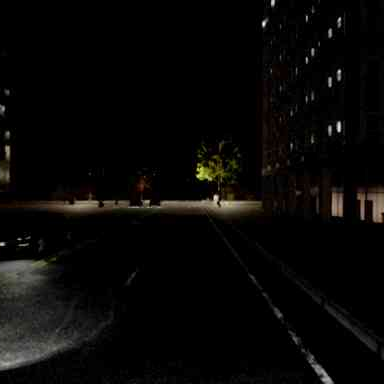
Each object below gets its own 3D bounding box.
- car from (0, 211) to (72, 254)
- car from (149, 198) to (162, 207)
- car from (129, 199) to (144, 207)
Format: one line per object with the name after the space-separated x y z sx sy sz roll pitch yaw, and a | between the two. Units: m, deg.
-6.603 1.588 14.009 1.837 1.490 4.892 0 0 0 | car
-6.507 1.867 58.813 1.812 1.442 4.674 0 0 0 | car
-9.757 1.892 58.813 2.033 1.411 5.357 0 0 0 | car
